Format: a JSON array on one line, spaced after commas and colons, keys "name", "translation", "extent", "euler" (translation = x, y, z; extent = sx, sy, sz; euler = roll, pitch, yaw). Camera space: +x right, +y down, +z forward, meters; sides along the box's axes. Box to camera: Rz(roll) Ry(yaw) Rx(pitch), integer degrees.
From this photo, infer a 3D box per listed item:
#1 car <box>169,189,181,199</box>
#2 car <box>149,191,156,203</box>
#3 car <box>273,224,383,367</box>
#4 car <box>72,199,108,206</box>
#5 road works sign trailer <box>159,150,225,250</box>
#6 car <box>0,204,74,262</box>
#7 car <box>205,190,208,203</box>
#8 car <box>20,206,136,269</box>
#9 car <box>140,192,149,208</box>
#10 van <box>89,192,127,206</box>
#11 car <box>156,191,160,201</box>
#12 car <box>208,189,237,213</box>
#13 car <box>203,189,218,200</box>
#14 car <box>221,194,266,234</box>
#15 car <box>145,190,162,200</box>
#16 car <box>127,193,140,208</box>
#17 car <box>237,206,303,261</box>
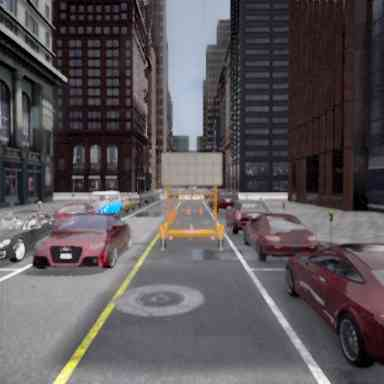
[{"name": "car", "translation": [-3.006, 0.338, 56.686], "extent": [1.837, 1.490, 4.892], "euler": [0, 1, 0]}, {"name": "car", "translation": [-5.769, 0.740, 39.106], "extent": [1.947, 1.339, 4.313], "euler": [0, 1, 0]}, {"name": "car", "translation": [2.759, 1.465, 5.300], "extent": [1.802, 1.307, 4.206], "euler": [0, 1, 0]}, {"name": "car", "translation": [-5.767, 1.225, 16.565], "extent": [1.802, 1.307, 4.206], "euler": [0, 1, 0]}, {"name": "road works sign trailer", "translation": [-0.002, 0.187, 12.800], "extent": [2.380, 3.560, 2.880], "euler": [0, 1, 0]}, {"name": "car", "translation": [-5.767, 1.314, 10.928], "extent": [2.008, 1.369, 4.403], "euler": [0, 1, 0]}, {"name": "car", "translation": [2.755, 0.605, 33.469], "extent": [2.192, 1.841, 5.009], "euler": [0, 1, 0]}, {"name": "car", "translation": [-3.101, 1.343, 10.169], "extent": [1.994, 1.385, 4.181], "euler": [0, 1, 0]}, {"name": "car", "translation": [-5.768, 0.872, 33.471], "extent": [1.802, 1.307, 4.206], "euler": [0, 1, 0]}, {"name": "van", "translation": [-5.769, 0.866, 22.195], "extent": [1.690, 1.788, 3.998], "euler": [0, 1, 0]}, {"name": "car", "translation": [-5.769, 0.624, 44.741], "extent": [1.947, 1.339, 4.313], "euler": [0, 1, 0]}, {"name": "car", "translation": [2.756, 0.722, 27.833], "extent": [2.192, 1.841, 5.009], "euler": [0, 1, 0]}, {"name": "car", "translation": [2.755, 0.383, 50.376], "extent": [1.967, 1.590, 4.097], "euler": [0, 1, 0]}, {"name": "car", "translation": [2.757, 1.083, 16.567], "extent": [1.967, 1.590, 4.097], "euler": [0, 1, 0]}, {"name": "car", "translation": [-5.770, 0.494, 50.376], "extent": [2.008, 1.369, 4.403], "euler": [0, 1, 0]}, {"name": "car", "translation": [-5.768, 0.936, 27.664], "extent": [1.752, 1.417, 4.829], "euler": [0, 1, 0]}, {"name": "car", "translation": [2.758, 1.345, 10.935], "extent": [1.802, 1.307, 4.206], "euler": [0, 1, 0]}]
